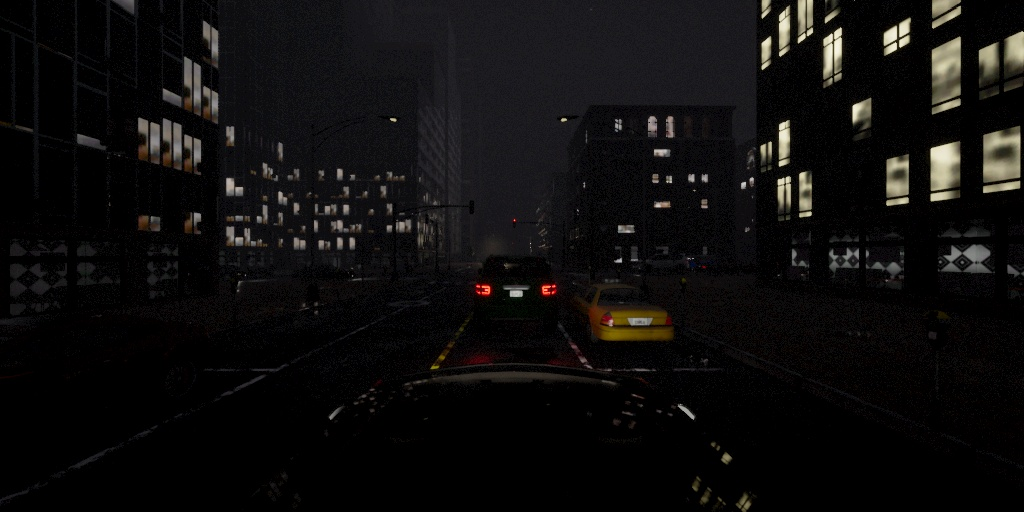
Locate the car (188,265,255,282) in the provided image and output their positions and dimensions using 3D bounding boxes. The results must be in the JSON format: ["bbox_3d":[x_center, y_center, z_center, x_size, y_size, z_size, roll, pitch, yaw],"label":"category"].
[{"bbox_3d":[-27.536,1.602,33.726,4.892,1.490,1.837,-1,0,-1],"label":"car"}]

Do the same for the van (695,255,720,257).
[{"bbox_3d":[20.941,0.799,39.758,3.998,1.789,1.690,0,0,-1],"label":"van"}]

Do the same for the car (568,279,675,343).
[{"bbox_3d":[2.558,1.275,9.475,1.751,1.417,4.829,0,0,0],"label":"car"}]

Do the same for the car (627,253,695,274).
[{"bbox_3d":[15.398,0.755,37.228,5.566,2.045,2.150,-1,0,-1],"label":"car"}]

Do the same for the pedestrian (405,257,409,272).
[{"bbox_3d":[-12.390,1.020,42.297,0.375,1.860,0.375,0,1,-1],"label":"pedestrian"}]

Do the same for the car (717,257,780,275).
[{"bbox_3d":[21.057,1.019,31.878,4.507,1.381,1.888,0,0,-1],"label":"car"}]

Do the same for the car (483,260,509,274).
[{"bbox_3d":[-1.988,1.240,42.356,2.128,1.511,4.902,-1,0,-14],"label":"car"}]

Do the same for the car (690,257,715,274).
[{"bbox_3d":[20.460,1.023,34.312,5.357,1.411,2.033,-1,0,-1],"label":"car"}]

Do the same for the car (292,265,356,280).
[{"bbox_3d":[-17.721,1.514,33.861,5.357,1.411,2.033,-1,0,-1],"label":"car"}]

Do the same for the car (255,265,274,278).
[{"bbox_3d":[-28.439,1.648,39.096,4.403,1.370,2.007,0,0,-1],"label":"car"}]

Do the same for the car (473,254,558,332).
[{"bbox_3d":[0.090,0.971,11.028,2.150,2.045,5.566,0,0,0],"label":"car"}]

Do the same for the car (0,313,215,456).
[{"bbox_3d":[-5.317,1.332,3.738,1.802,1.307,4.207,0,0,0],"label":"car"}]
